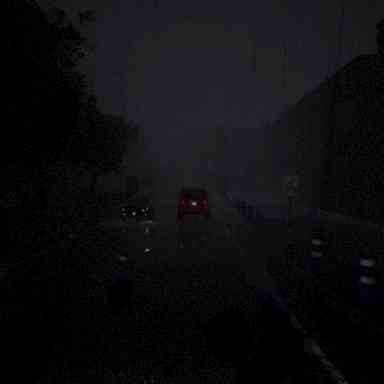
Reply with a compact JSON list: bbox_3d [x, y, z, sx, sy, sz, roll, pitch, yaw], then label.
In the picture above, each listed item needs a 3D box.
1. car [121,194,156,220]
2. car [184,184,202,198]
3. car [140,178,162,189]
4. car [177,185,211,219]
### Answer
[{"bbox_3d":[-3.565,0.970,22.859,1.837,1.490,4.892,0,3,0],"label":"car"},{"bbox_3d":[0.162,-0.185,42.436,2.128,1.511,4.902,0,3,0],"label":"car"},{"bbox_3d":[-8.107,-1.753,65.374,2.150,2.045,5.566,-1,3,-39],"label":"car"},{"bbox_3d":[0.134,0.676,23.078,2.150,2.045,5.566,0,3,0],"label":"car"}]
